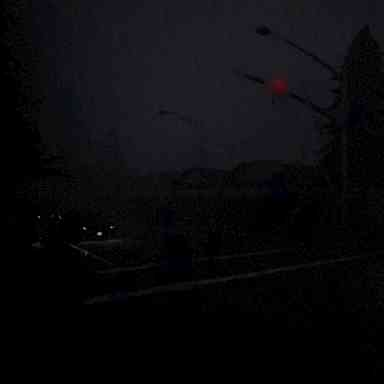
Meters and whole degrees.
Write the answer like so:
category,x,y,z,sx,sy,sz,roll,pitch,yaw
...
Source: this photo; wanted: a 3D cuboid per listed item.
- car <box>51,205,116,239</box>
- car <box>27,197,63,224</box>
category,x,y,z,sx,sy,sz,roll,pitch,yaw
car,-6.134,1.713,18.820,2.033,1.411,5.357,1,-1,-35
car,-12.130,1.427,27.449,2.150,2.045,5.566,1,0,-35
